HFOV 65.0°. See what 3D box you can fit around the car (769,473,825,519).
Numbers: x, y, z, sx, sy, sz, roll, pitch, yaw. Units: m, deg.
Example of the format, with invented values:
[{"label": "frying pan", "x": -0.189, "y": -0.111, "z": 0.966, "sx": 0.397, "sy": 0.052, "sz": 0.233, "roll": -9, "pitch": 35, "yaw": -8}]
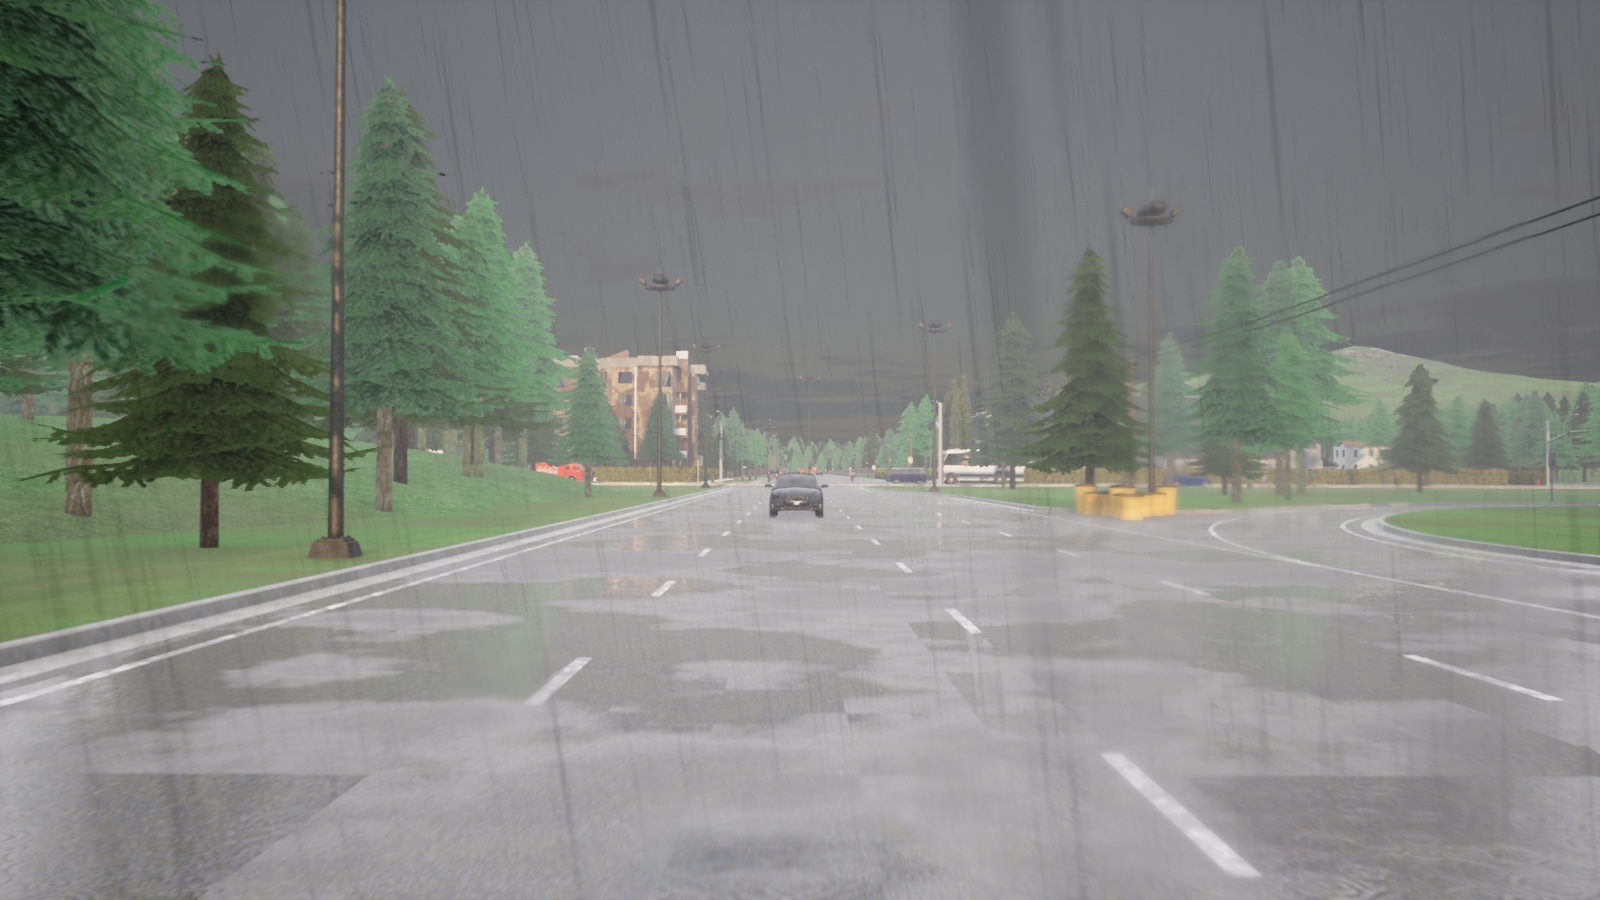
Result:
[{"label": "car", "x": -0.106, "y": 1.552, "z": 43.778, "sx": 1.837, "sy": 1.490, "sz": 4.892, "roll": 0, "pitch": -1, "yaw": 0}]
